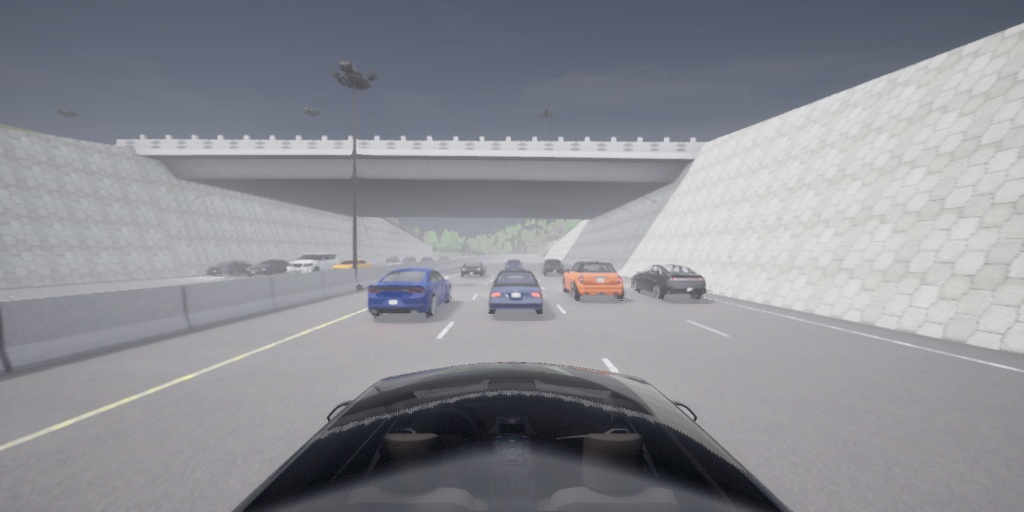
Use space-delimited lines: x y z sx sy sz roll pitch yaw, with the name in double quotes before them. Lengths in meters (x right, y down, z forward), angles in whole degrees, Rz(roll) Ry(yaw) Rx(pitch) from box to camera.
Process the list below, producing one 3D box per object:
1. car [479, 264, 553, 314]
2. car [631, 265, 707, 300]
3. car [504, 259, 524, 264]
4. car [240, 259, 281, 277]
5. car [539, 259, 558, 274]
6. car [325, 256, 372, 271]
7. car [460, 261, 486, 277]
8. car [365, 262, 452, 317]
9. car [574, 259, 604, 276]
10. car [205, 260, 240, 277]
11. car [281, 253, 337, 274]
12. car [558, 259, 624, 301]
"car" 0.126 1.210 13.334 2.033 1.411 5.357 0 0 0
"car" 7.138 1.138 16.809 2.128 1.511 4.902 0 0 0
"car" 0.181 1.034 33.972 1.812 1.442 4.674 0 0 0
"car" -21.009 1.022 31.452 1.812 1.442 4.674 0 0 0
"car" 3.690 1.024 33.257 1.837 1.490 4.892 0 0 0
"car" -14.009 0.984 31.497 1.882 1.535 5.008 0 0 0
"car" -3.316 1.122 31.650 1.895 1.301 4.718 0 0 0
"car" -3.380 1.140 12.711 1.882 1.535 5.008 0 1 0
"car" 7.181 1.044 33.945 1.812 1.442 4.674 0 0 0
"car" -24.507 1.055 31.552 1.994 1.385 4.181 0 0 0
"car" -17.508 0.720 31.981 2.150 2.045 5.566 0 0 0
"car" 3.637 0.994 16.797 2.097 1.767 4.553 0 0 0
